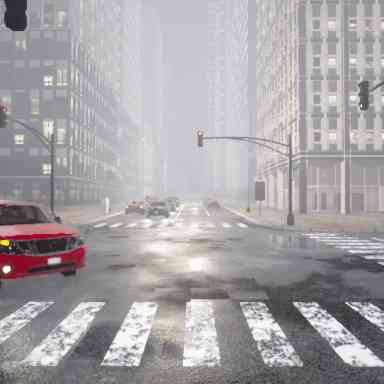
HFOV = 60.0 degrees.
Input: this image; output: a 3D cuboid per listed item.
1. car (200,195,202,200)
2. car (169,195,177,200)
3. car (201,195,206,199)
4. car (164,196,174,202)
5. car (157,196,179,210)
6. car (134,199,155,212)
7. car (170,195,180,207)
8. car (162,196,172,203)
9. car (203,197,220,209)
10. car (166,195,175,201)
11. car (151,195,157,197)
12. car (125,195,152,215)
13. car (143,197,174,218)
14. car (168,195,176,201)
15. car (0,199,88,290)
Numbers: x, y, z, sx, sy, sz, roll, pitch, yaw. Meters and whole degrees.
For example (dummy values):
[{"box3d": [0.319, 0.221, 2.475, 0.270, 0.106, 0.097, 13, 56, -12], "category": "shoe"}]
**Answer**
[{"box3d": [2.946, 1.590, 61.709, 1.947, 1.339, 4.313, 1, 0, 0], "category": "car"}, {"box3d": [-5.303, 1.604, 95.123, 1.947, 1.339, 4.313, 1, 0, 0], "category": "car"}, {"box3d": [2.926, 1.547, 56.302, 1.752, 1.417, 4.829, 1, 0, 0], "category": "car"}, {"box3d": [-5.368, 1.581, 78.398, 2.008, 1.369, 4.403, 1, 0, 0], "category": "car"}, {"box3d": [-2.942, 1.520, 39.784, 1.837, 1.490, 4.892, 0, 0, 0], "category": "car"}, {"box3d": [-5.522, 1.597, 39.372, 1.802, 1.307, 4.206, 1, 0, 0], "category": "car"}, {"box3d": [-2.897, 1.371, 49.858, 2.097, 1.767, 4.553, 0, 0, 0], "category": "car"}, {"box3d": [-5.390, 1.573, 72.823, 1.887, 1.381, 4.507, 1, 0, 0], "category": "car"}, {"box3d": [2.880, 1.599, 44.976, 1.802, 1.307, 4.206, 1, 0, 0], "category": "car"}, {"box3d": [-5.346, 1.578, 83.973, 1.887, 1.381, 4.507, 1, 0, 0], "category": "car"}, {"box3d": [-5.495, 1.332, 44.948, 2.192, 1.841, 5.009, 1, 0, 0], "category": "car"}, {"box3d": [-5.541, 1.453, 33.797, 1.967, 1.590, 4.097, 1, 0, 0], "category": "car"}, {"box3d": [-2.980, 1.516, 30.335, 1.837, 1.490, 4.892, 0, 0, 0], "category": "car"}, {"box3d": [-5.324, 1.586, 89.548, 2.008, 1.369, 4.403, 1, 0, 0], "category": "car"}, {"box3d": [-5.205, 1.229, 9.351, 5.566, 2.045, 2.150, 0, -2, 41], "category": "car"}]
